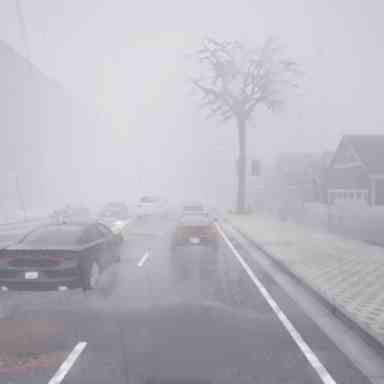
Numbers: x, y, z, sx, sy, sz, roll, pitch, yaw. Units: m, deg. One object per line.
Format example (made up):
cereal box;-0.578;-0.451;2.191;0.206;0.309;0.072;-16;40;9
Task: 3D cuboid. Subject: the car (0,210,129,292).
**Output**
car;-3.155;1.484;9.024;1.882;1.535;5.008;0;0;0

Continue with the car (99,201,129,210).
car;-6.590;1.519;28.394;1.837;1.490;4.892;0;0;0

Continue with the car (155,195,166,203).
car;-6.486;1.473;68.689;1.837;1.490;4.892;0;0;0

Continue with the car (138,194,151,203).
car;-9.736;1.335;68.303;2.097;1.767;4.553;0;0;0

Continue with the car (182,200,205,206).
car;0.105;1.492;30.006;1.882;1.535;5.008;0;0;0

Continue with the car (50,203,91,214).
car;-9.843;1.615;27.175;1.895;1.301;4.718;0;0;0

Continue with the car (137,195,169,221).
car;-3.146;1.235;27.565;2.150;2.045;5.566;0;0;0

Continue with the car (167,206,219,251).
car;0.101;1.535;14.011;1.812;1.442;4.674;0;0;0
